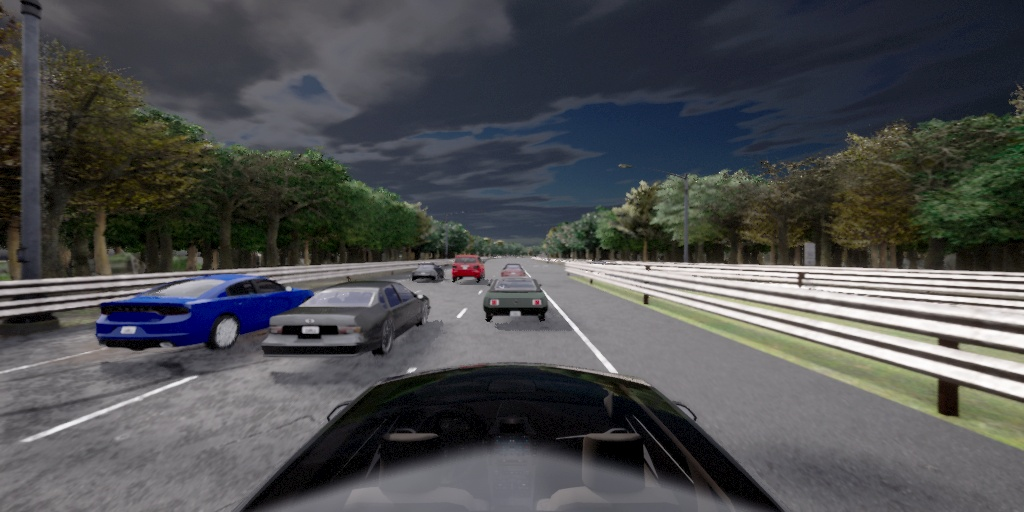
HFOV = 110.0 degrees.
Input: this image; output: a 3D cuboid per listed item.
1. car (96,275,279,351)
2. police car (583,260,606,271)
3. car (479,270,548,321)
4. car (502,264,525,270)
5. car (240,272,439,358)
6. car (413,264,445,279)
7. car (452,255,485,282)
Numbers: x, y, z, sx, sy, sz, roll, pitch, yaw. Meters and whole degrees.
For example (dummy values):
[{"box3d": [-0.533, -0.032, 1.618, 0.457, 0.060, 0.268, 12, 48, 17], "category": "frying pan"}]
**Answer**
[{"box3d": [-6.900, 1.195, 8.927, 1.882, 1.535, 5.008, 0, 0, 0], "category": "car"}, {"box3d": [10.173, 1.314, 43.860, 2.038, 1.542, 4.974, 0, 0, -12], "category": "police car"}, {"box3d": [0.106, 1.349, 12.403, 1.895, 1.301, 4.718, 0, 0, 0], "category": "car"}, {"box3d": [0.113, 1.310, 29.793, 1.994, 1.385, 4.181, 0, 0, 0], "category": "car"}, {"box3d": [-3.390, 1.296, 8.554, 2.033, 1.411, 5.357, 0, 0, 0], "category": "car"}, {"box3d": [-6.885, 1.310, 29.851, 1.994, 1.385, 4.181, 0, 0, 0], "category": "car"}, {"box3d": [-3.387, 0.968, 28.585, 2.150, 2.045, 5.566, 0, 0, 0], "category": "car"}]
